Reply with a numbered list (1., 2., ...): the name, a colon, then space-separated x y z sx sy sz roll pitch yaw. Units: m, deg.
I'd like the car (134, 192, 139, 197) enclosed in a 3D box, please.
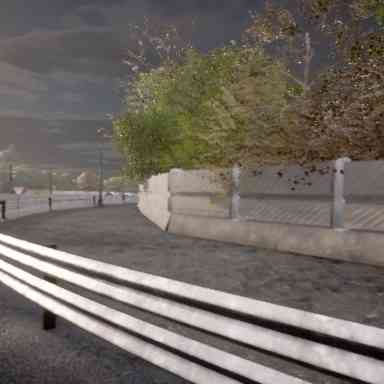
1. car: -15.320 0.803 93.648 1.812 1.442 4.674 1 0 3
